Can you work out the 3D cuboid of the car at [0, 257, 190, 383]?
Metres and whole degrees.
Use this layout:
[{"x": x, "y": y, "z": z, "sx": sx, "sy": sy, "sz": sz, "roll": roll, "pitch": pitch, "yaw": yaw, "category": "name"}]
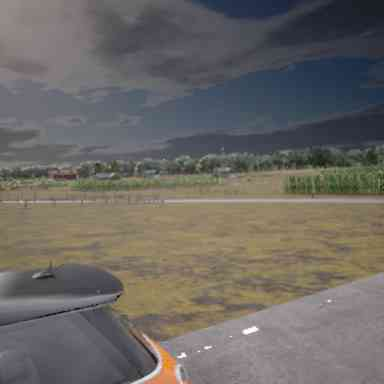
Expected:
[{"x": -2.151, "y": 1.361, "z": 1.536, "sx": 4.553, "sy": 1.767, "sz": 2.097, "roll": -1, "pitch": 0, "yaw": -36, "category": "car"}]
